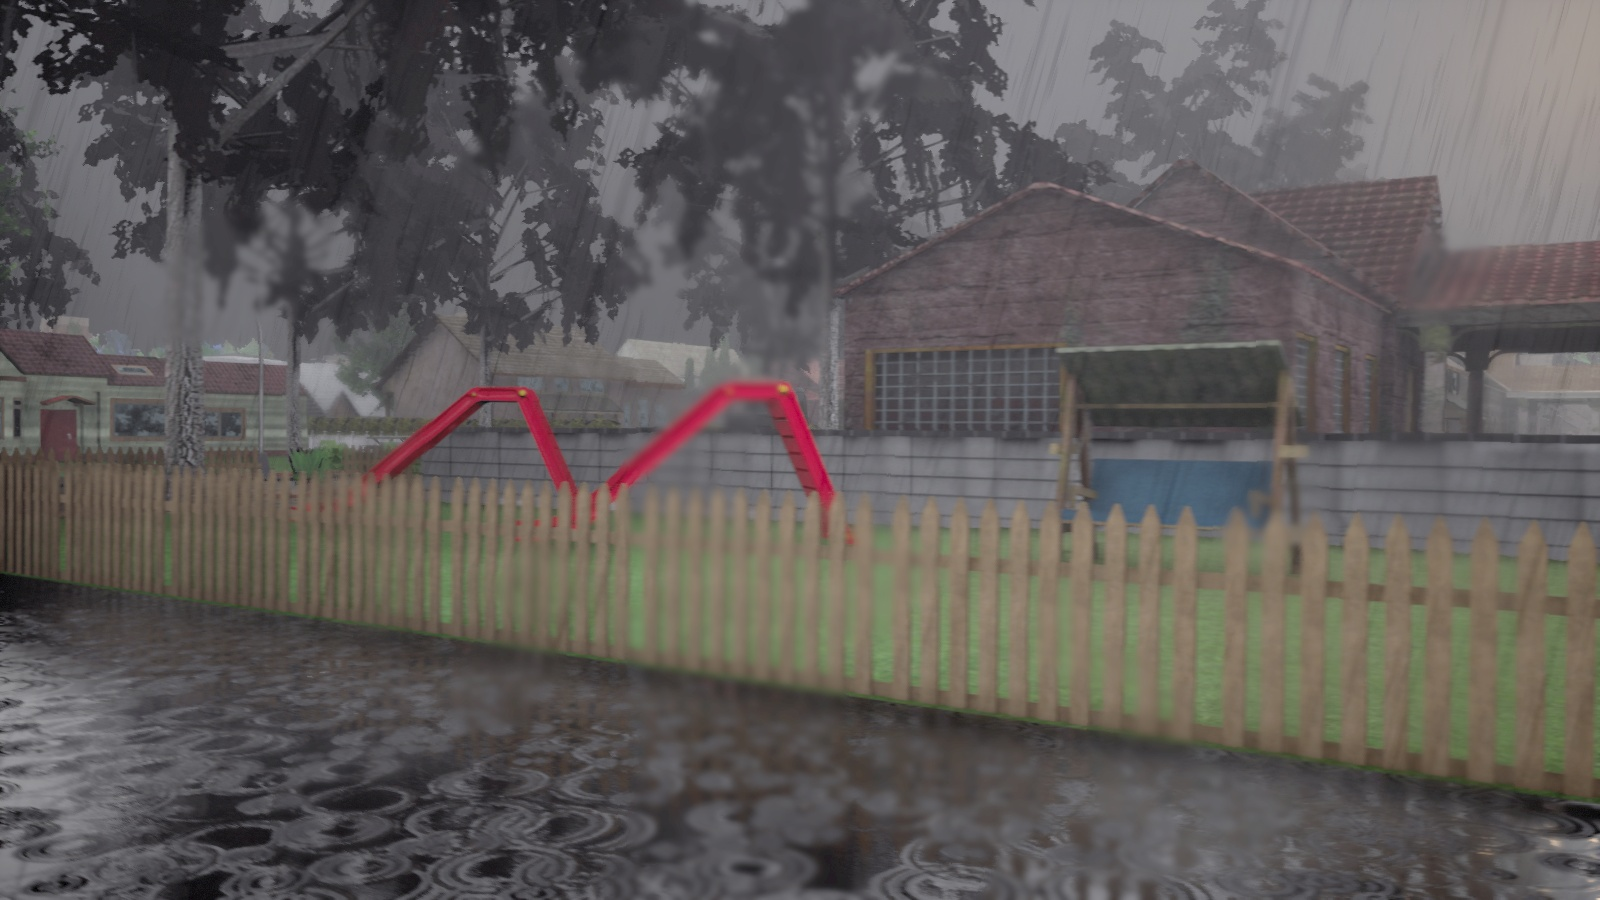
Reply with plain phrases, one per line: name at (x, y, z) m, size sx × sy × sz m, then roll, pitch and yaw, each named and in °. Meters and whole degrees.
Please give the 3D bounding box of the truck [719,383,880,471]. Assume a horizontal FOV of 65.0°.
truck at (0.146, -0.982, 53.486) m, size 2.891 × 3.462 × 7.936 m, roll 0°, pitch 1°, yaw 34°
